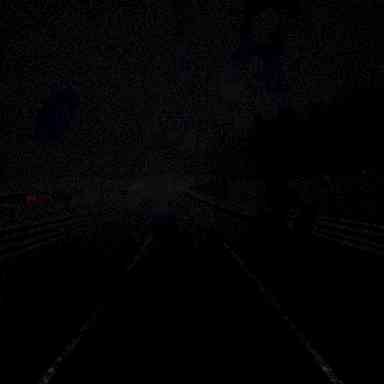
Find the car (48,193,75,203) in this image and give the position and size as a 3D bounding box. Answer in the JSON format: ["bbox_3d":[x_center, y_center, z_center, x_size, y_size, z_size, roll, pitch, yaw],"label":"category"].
[{"bbox_3d":[-22.493,0.942,58.650,2.128,1.511,4.902,0,4,10],"label":"car"}]

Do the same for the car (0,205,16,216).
[{"bbox_3d":[-22.593,2.161,38.524,1.882,1.535,5.008,0,4,10],"label":"car"}]

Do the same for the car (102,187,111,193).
[{"bbox_3d":[-21.294,-0.560,84.831,2.128,1.511,4.902,0,3,10],"label":"car"}]

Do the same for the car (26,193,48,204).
[{"bbox_3d":[-26.302,0.889,57.260,2.097,1.767,4.553,0,4,10],"label":"car"}]

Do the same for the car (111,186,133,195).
[{"bbox_3d":[-15.834,-0.021,75.728,2.033,1.411,5.357,0,4,10],"label":"car"}]
